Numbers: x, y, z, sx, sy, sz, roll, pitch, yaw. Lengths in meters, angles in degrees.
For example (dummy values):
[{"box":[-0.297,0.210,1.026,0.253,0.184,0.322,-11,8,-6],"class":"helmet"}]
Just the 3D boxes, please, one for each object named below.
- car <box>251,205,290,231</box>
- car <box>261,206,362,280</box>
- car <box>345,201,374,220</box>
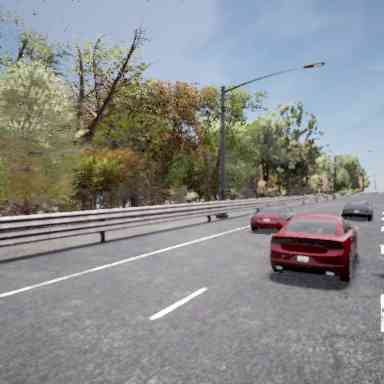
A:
[{"box":[4.834,1.405,18.795,1.994,1.385,4.181,0,1,30],"class":"car"},{"box":[3.810,1.394,9.910,1.882,1.535,5.008,0,1,29],"class":"car"},{"box":[12.832,1.353,25.631,1.994,1.385,4.181,0,1,30],"class":"car"}]
